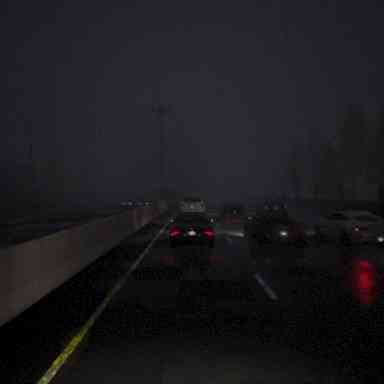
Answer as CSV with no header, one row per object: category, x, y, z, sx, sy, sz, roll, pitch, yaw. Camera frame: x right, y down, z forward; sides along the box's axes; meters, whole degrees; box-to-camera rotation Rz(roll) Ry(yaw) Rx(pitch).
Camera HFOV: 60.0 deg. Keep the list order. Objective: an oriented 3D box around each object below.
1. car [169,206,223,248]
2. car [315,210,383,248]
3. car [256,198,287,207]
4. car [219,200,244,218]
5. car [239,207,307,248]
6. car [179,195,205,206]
car,0.000,1.560,14.650,2.033,1.411,5.357,0,0,0
car,7.000,1.530,14.650,1.812,1.442,4.674,0,0,0
car,7.000,1.364,29.620,2.097,1.767,4.553,0,0,0
car,3.500,1.482,29.650,1.882,1.535,5.008,0,0,0
car,3.500,1.570,14.650,1.994,1.385,4.181,0,0,0
car,0.000,1.255,29.680,2.150,2.045,5.566,0,0,0
